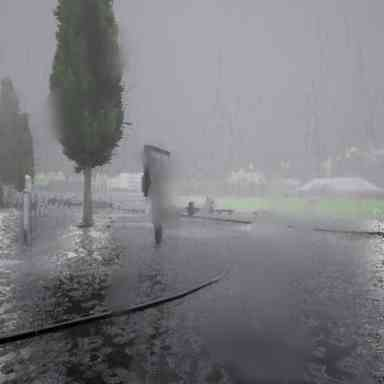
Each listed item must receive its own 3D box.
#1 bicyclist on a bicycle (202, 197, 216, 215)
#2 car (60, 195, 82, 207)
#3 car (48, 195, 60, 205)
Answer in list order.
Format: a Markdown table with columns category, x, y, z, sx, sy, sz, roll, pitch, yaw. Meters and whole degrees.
| category | x | y | z | sx | sy | sz | roll | pitch | yaw |
| --- | --- | --- | --- | --- | --- | --- | --- | --- | --- |
| bicyclist on a bicycle | 1.595 | 1.265 | 30.334 | 1.656 | 1.620 | 0.582 | -1 | 0 | -36 |
| car | -18.368 | 1.497 | 51.050 | 1.994 | 1.385 | 4.181 | 0 | 0 | -35 |
| car | -24.106 | 1.284 | 59.087 | 2.097 | 1.767 | 4.553 | 0 | 0 | -36 |
